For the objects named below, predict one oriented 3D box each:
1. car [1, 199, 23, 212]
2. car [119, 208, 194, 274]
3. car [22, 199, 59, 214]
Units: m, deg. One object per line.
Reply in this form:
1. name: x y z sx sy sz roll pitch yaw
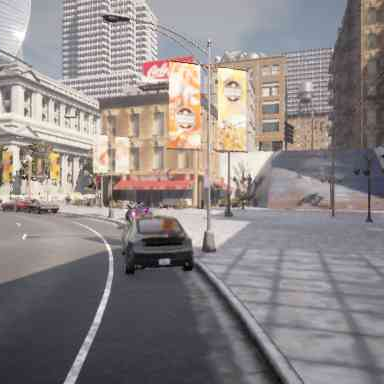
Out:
1. car: -20.128 1.487 38.354 4.674 1.452 2.002 0 0 37
2. car: -1.251 1.490 10.602 1.837 1.490 4.892 0 0 -14
3. car: -15.683 1.567 34.738 1.895 1.301 4.718 0 0 -43
